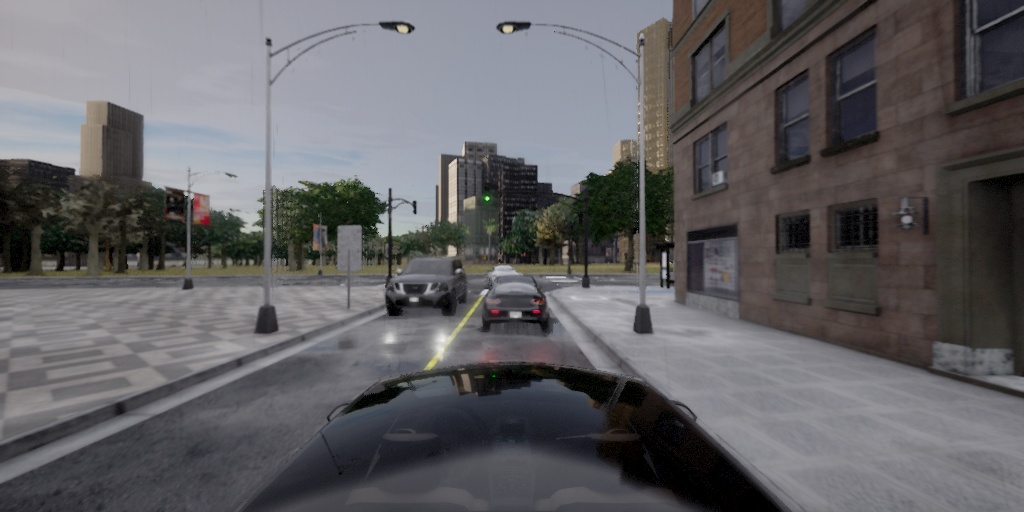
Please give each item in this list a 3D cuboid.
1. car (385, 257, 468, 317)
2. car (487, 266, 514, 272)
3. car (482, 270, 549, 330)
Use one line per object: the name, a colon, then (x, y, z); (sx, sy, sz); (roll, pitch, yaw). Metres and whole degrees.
car: (-3.030, 1.040, 13.952); (2.150, 2.045, 5.566); (0, -1, 1)
car: (-0.657, 1.369, 24.105); (1.812, 1.442, 4.674); (0, 0, -9)
car: (0.096, 1.327, 11.252); (1.812, 1.442, 4.674); (0, -1, 0)
